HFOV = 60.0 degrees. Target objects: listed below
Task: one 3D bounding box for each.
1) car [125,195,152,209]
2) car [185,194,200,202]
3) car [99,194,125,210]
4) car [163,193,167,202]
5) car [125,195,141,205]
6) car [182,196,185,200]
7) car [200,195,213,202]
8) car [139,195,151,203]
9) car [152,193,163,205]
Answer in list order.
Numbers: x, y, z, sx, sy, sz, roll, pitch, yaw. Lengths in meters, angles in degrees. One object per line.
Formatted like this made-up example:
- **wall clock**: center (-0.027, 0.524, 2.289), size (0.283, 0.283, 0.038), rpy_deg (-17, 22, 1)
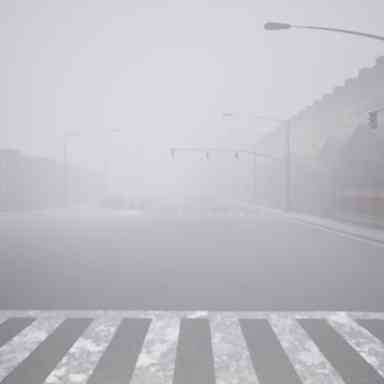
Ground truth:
- **car**: center (-6.999, 1.496, 44.295), size (2.128, 1.511, 4.902), rpy_deg (0, 0, 0)
- **car**: center (0.112, 1.497, 73.362), size (1.837, 1.490, 4.892), rpy_deg (0, 0, -3)
- **car**: center (-10.487, 1.226, 44.055), size (2.150, 2.045, 5.566), rpy_deg (0, 0, 2)
- **car**: center (-6.879, 1.225, 74.474), size (2.150, 2.045, 5.566), rpy_deg (0, 0, 0)
- **car**: center (-10.424, 1.357, 59.123), size (2.097, 1.767, 4.553), rpy_deg (0, 0, 1)
- **car**: center (-1.031, 1.380, 83.455), size (1.837, 1.490, 4.892), rpy_deg (0, 0, -17)
- **car**: center (3.600, 1.555, 74.677), size (1.994, 1.385, 4.181), rpy_deg (0, 0, -3)
- **car**: center (-10.375, 1.532, 73.902), size (2.128, 1.511, 4.902), rpy_deg (0, 0, 0)
- **car**: center (-6.927, 1.357, 59.839), size (2.097, 1.767, 4.553), rpy_deg (0, 0, 1)
